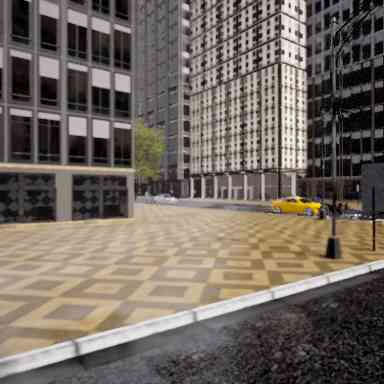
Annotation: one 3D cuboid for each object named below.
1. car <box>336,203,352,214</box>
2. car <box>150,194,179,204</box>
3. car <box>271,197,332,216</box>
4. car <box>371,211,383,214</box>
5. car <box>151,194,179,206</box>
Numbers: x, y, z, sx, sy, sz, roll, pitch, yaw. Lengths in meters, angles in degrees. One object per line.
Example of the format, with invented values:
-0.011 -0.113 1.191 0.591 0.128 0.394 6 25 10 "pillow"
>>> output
11.625 1.241 30.443 2.033 1.411 5.357 0 1 -37 "car"
-4.347 1.018 51.883 2.033 1.411 5.357 0 1 -36 "car"
9.080 1.177 28.418 1.882 1.535 5.008 0 1 -37 "car"
17.842 1.275 28.549 2.033 1.411 5.357 0 0 -41 "car"
-3.626 1.051 45.445 1.812 1.442 4.674 0 1 -37 "car"
